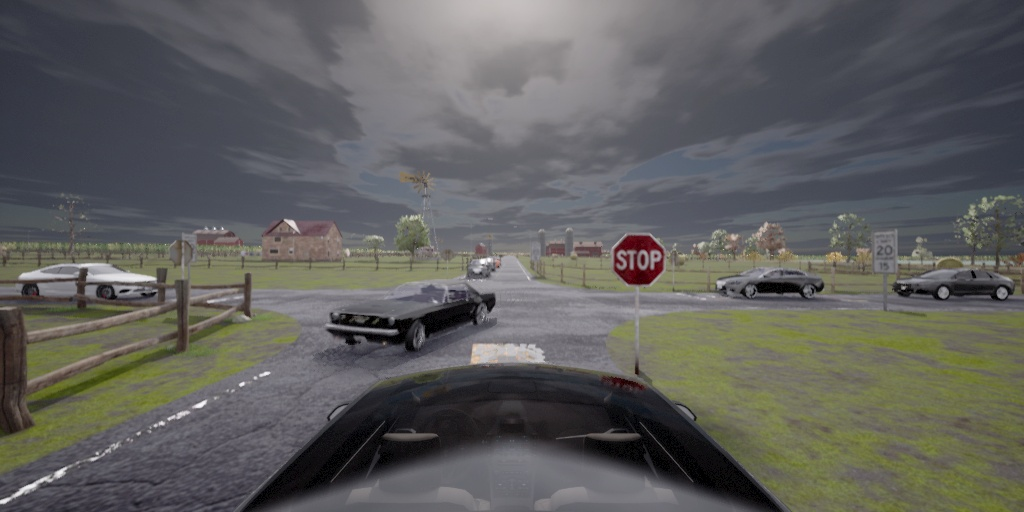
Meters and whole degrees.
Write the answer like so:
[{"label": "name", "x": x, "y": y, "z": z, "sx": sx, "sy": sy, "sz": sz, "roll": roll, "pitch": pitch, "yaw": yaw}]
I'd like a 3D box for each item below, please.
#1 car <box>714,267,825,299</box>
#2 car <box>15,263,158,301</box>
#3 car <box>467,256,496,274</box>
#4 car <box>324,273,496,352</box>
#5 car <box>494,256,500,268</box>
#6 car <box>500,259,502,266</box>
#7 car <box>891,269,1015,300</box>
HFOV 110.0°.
[{"label": "car", "x": 12.810, "y": 1.291, "z": 17.987, "sx": 4.902, "sy": 1.511, "sz": 2.128, "roll": 1, "pitch": 0, "yaw": -2}, {"label": "car", "x": -17.234, "y": 1.019, "z": 14.683, "sx": 4.674, "sy": 1.442, "sz": 1.812, "roll": 1, "pitch": 0, "yaw": -1}, {"label": "car", "x": -2.844, "y": 1.049, "z": 31.642, "sx": 2.128, "sy": 1.511, "sz": 4.902, "roll": 0, "pitch": 0, "yaw": 0}, {"label": "car", "x": -2.172, "y": 1.305, "z": 9.068, "sx": 1.895, "sy": 1.301, "sz": 4.718, "roll": 0, "pitch": 0, "yaw": 22}, {"label": "car", "x": -2.833, "y": 0.988, "z": 40.983, "sx": 2.128, "sy": 1.511, "sz": 4.902, "roll": 0, "pitch": 0, "yaw": 0}, {"label": "car", "x": -2.832, "y": 0.783, "z": 50.971, "sx": 2.097, "sy": 1.767, "sz": 4.553, "roll": 0, "pitch": 0, "yaw": 0}, {"label": "car", "x": 22.212, "y": 1.392, "z": 18.153, "sx": 4.892, "sy": 1.490, "sz": 1.837, "roll": 1, "pitch": 0, "yaw": -1}]
